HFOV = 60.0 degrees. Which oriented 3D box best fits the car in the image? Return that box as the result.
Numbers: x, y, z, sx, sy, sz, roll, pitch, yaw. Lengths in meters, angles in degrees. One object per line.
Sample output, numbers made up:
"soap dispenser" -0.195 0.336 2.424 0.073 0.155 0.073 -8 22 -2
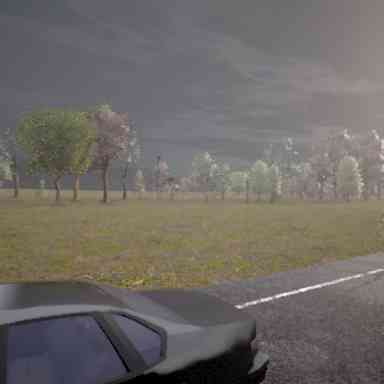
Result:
"car" -1.750 1.549 2.619 5.357 1.411 2.033 1 0 -35
